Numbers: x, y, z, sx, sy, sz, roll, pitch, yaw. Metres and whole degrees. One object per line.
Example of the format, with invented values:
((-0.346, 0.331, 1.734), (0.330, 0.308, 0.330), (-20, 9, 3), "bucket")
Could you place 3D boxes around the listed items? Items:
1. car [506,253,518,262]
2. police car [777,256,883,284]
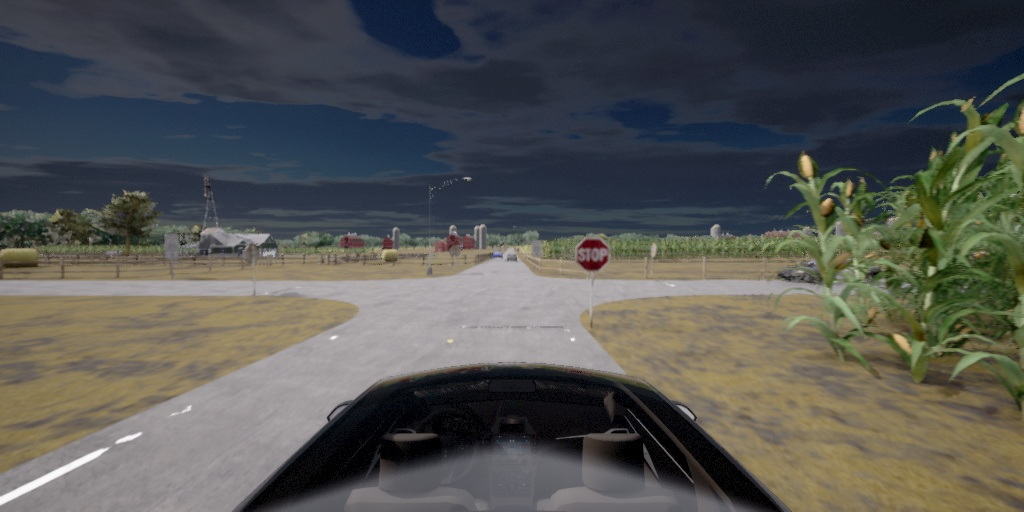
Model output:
((0.000, 0.218, 64.334), (2.128, 1.511, 4.902), (0, 1, 0), "car")
((18.320, 0.805, 20.916), (4.974, 1.542, 2.038), (0, 2, 0), "police car")
